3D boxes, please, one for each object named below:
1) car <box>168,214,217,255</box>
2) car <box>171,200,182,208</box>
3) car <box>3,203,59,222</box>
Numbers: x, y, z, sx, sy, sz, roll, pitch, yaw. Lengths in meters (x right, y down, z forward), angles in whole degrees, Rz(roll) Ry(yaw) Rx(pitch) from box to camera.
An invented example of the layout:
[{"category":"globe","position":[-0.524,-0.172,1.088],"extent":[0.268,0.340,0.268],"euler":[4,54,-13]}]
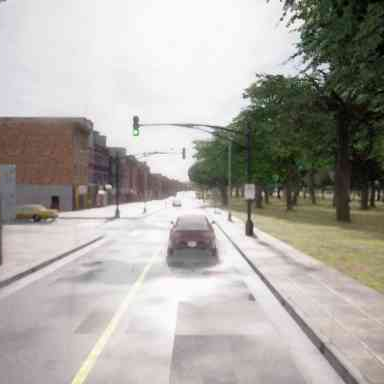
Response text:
[{"category":"car","position":[0.025,1.656,13.896],"extent":[1.812,1.442,4.674],"euler":[0,0,0]},{"category":"car","position":[-2.778,2.138,62.137],"extent":[2.033,1.411,5.357],"euler":[0,-1,1]},{"category":"car","position":[-13.262,1.599,26.636],"extent":[4.829,1.417,1.752],"euler":[0,1,0]}]
